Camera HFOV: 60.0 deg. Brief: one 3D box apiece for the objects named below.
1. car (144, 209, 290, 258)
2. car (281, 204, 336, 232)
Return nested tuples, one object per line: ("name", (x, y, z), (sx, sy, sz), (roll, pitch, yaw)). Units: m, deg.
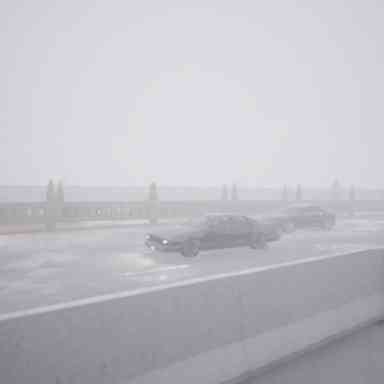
("car", (0.953, 1.520, 12.691), (5.357, 1.411, 2.033), (0, 0, -31))
("car", (6.180, 1.483, 19.428), (4.892, 1.490, 1.837), (0, 0, -26))
